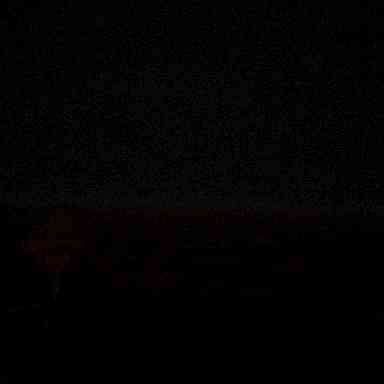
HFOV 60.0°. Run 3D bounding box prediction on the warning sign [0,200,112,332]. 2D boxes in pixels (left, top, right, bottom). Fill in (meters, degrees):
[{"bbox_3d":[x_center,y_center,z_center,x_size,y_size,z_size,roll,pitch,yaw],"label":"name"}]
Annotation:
[{"bbox_3d":[-2.285,1.103,5.652,1.060,1.860,1.300,3,-1,36],"label":"warning sign"}]
